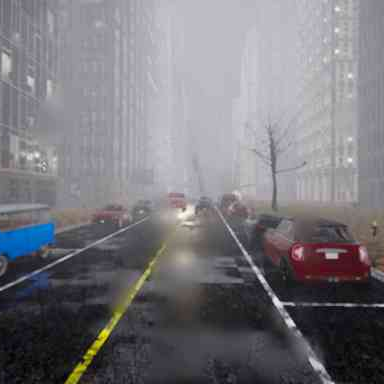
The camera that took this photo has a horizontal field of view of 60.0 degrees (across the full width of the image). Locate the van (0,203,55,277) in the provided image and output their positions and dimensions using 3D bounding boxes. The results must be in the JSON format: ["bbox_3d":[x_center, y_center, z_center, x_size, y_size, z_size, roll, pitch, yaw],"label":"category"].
[{"bbox_3d":[-5.487,1.252,9.559,1.690,1.788,3.998,1,0,2],"label":"van"}]

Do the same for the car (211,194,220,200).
[{"bbox_3d":[5.846,1.125,83.113,2.008,1.369,4.403,1,0,2],"label":"car"}]

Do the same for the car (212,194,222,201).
[{"bbox_3d":[5.409,1.184,71.744,2.008,1.369,4.403,1,0,2],"label":"car"}]

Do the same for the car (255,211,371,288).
[{"bbox_3d":[3.128,1.408,9.209,1.967,1.590,4.097,1,0,2],"label":"car"}]

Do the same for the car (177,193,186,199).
[{"bbox_3d":[-2.528,1.071,83.455,2.008,1.369,4.403,1,0,2],"label":"car"}]

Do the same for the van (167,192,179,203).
[{"bbox_3d":[-3.399,0.980,60.715,1.690,1.788,3.998,1,0,2],"label":"van"}]

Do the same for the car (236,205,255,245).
[{"bbox_3d":[3.289,1.502,14.896,1.947,1.339,4.313,1,0,2],"label":"car"}]

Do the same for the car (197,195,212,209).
[{"bbox_3d":[1.657,1.243,43.567,1.882,1.535,5.008,0,1,3],"label":"car"}]

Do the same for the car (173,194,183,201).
[{"bbox_3d":[-2.965,1.145,72.086,1.947,1.339,4.313,1,0,2],"label":"car"}]

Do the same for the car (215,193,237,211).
[{"bbox_3d":[4.101,1.129,37.634,2.192,1.841,5.009,1,0,2],"label":"car"}]

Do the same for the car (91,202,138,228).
[{"bbox_3d":[-4.941,1.395,20.924,1.887,1.381,4.507,1,0,2],"label":"car"}]

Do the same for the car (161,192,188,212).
[{"bbox_3d":[-1.676,1.010,35.672,2.150,2.045,5.566,0,0,2],"label":"car"}]

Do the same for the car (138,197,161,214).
[{"bbox_3d":[-4.495,1.356,32.291,1.947,1.339,4.313,1,0,2],"label":"car"}]

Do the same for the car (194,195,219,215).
[{"bbox_3d":[1.238,1.320,31.932,2.128,1.511,4.902,0,0,2],"label":"car"}]

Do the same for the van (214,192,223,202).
[{"bbox_3d":[5.194,1.004,66.058,1.690,1.788,3.998,1,0,2],"label":"van"}]

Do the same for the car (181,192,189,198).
[{"bbox_3d":[-2.089,0.902,94.825,1.967,1.590,4.097,1,0,2],"label":"car"}]

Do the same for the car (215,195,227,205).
[{"bbox_3d":[4.760,1.248,54.859,1.752,1.417,4.829,1,0,2],"label":"car"}]

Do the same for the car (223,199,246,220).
[{"bbox_3d":[3.660,1.457,26.266,1.802,1.307,4.206,1,0,2],"label":"car"}]

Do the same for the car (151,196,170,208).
[{"bbox_3d":[-4.058,1.295,43.662,1.947,1.339,4.313,1,0,2],"label":"car"}]
